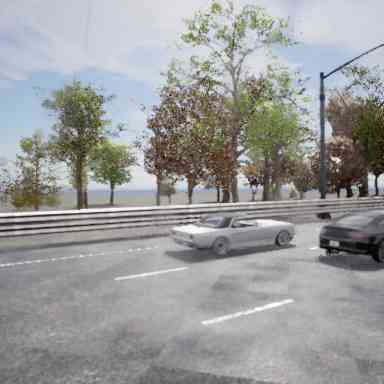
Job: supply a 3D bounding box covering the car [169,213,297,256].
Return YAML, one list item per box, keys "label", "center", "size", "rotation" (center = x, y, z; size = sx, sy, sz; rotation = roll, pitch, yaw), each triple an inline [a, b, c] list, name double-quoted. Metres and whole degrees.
- label: "car"
  center: [1.645, 1.448, 12.388]
  size: [4.718, 1.301, 1.895]
  rotation: [-1, 1, -31]

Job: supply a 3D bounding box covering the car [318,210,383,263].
- label: "car"
  center: [6.184, 1.320, 11.006]
  size: [4.674, 1.442, 1.812]
  rotation: [-1, 1, -31]
